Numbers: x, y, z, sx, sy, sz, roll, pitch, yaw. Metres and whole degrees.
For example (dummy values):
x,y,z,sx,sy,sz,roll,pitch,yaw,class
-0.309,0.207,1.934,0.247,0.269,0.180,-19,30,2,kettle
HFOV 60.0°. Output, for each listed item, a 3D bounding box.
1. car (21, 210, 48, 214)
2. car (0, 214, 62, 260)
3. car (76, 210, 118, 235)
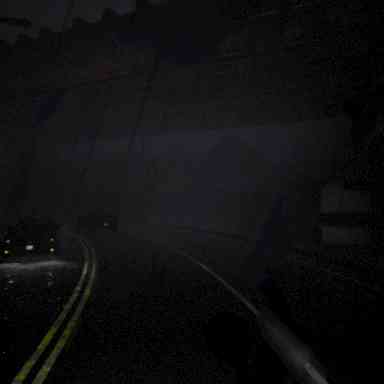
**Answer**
x,y,z,sx,sy,sz,roll,pitch,yaw,class
-16.578,2.559,34.693,5.357,1.411,2.033,-2,-3,40,car
-6.305,1.772,13.389,1.994,1.385,4.181,1,-2,-21,car
-6.517,1.955,22.519,1.882,1.535,5.008,1,-3,-30,car
